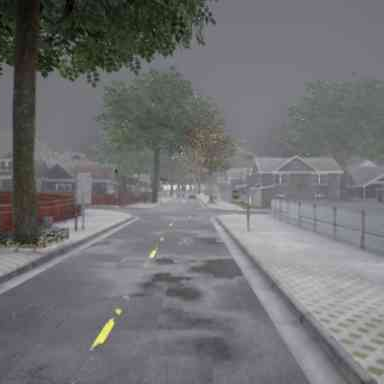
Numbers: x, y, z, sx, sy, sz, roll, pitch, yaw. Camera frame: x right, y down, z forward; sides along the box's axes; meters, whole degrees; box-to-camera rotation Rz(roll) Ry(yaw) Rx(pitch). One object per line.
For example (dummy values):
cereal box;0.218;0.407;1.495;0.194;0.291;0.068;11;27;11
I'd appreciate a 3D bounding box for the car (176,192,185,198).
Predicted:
car;-2.725;0.663;81.946;1.837;1.490;4.892;0;0;0

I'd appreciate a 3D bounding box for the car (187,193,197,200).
car;0.023;1.065;77.355;1.837;1.490;4.892;0;0;0

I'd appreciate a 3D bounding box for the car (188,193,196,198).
car;0.027;0.888;87.777;2.033;1.411;5.357;0;0;0
